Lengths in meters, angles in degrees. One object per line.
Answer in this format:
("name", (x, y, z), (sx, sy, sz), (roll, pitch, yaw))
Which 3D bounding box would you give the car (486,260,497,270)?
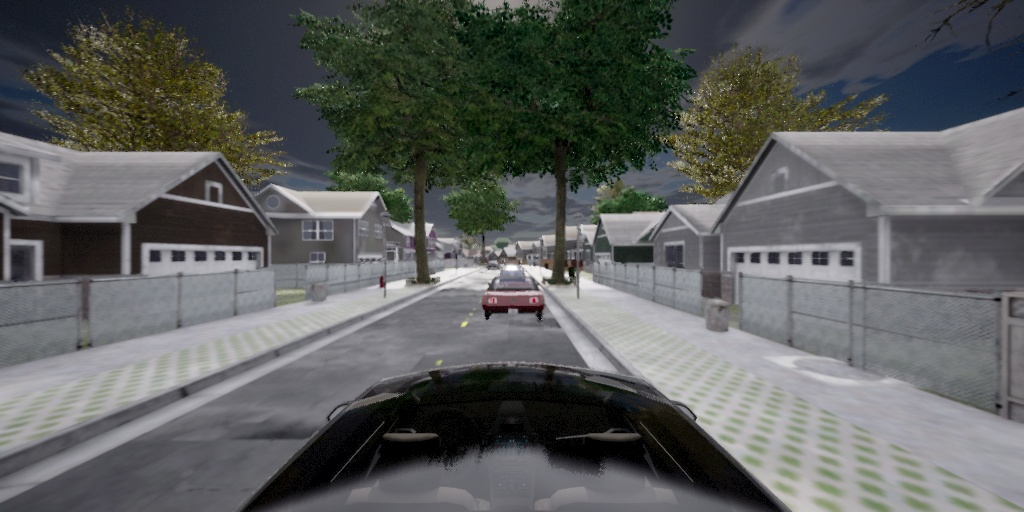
("car", (-2.829, 1.348, 53.897), (2.033, 1.411, 5.357), (0, 0, 0))

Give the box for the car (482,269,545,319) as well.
("car", (0.056, 1.320, 12.651), (1.895, 1.301, 4.718), (0, 0, 0))

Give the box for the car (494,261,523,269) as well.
("car", (0.036, 1.262, 25.879), (2.033, 1.411, 5.357), (0, 0, 0))
